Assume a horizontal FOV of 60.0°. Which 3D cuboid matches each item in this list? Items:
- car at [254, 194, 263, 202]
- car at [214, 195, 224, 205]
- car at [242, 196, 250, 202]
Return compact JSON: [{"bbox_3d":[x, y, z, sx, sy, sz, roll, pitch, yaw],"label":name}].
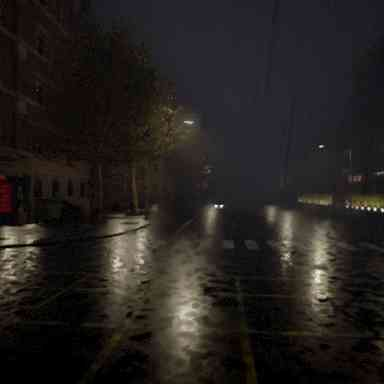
[{"bbox_3d":[18.151,1.900,90.151,2.033,1.411,5.357,0,0,5],"label":"car"},{"bbox_3d":[5.597,1.896,68.947,2.128,1.511,4.902,0,0,5],"label":"car"},{"bbox_3d":[14.666,1.874,90.477,1.812,1.442,4.674,0,0,5],"label":"car"}]
